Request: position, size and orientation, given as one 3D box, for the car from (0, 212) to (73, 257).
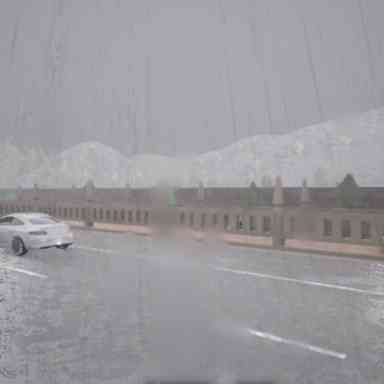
[{"bbox_3d":[-6.522,1.525,12.924,4.674,1.442,1.812,0,0,35],"label":"car"}]
